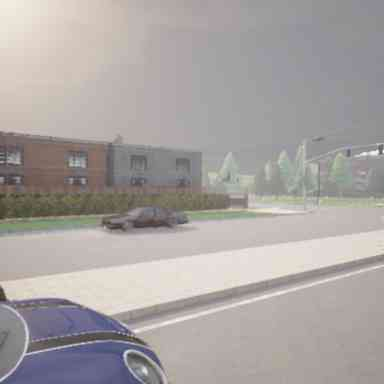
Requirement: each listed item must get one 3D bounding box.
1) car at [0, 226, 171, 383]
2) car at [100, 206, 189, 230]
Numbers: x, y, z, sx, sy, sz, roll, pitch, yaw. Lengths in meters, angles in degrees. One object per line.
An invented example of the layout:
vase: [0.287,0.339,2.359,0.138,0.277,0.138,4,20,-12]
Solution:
car: [-2.332,1.353,2.087,4.553,1.767,2.097,0,0,-35]
car: [-2.757,1.600,20.327,5.357,1.411,2.033,0,0,-35]
